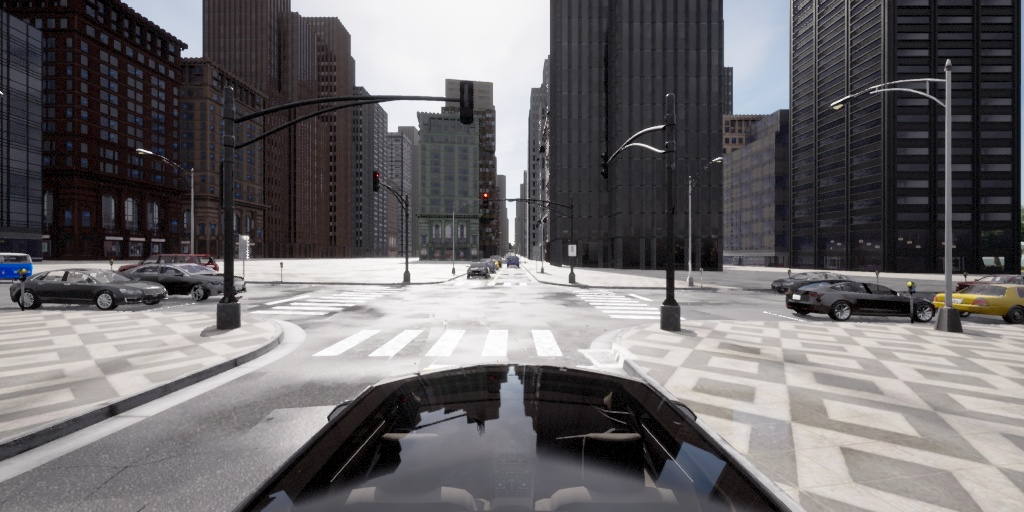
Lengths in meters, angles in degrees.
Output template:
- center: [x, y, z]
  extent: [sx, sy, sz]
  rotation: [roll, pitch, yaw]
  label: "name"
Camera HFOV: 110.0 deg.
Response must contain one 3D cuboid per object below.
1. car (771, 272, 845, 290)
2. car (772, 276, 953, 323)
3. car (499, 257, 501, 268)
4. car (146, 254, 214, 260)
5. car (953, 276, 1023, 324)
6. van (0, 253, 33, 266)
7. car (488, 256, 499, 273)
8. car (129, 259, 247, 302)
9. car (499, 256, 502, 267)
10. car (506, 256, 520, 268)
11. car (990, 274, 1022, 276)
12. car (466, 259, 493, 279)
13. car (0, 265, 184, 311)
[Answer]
- center: [17.809, 1.591, 21.193]
  extent: [4.403, 1.370, 2.007]
  rotation: [0, 0, 0]
  label: "car"
- center: [12.143, 1.524, 12.678]
  extent: [4.313, 1.339, 1.948]
  rotation: [0, 0, 0]
  label: "car"
- center: [-3.013, 1.228, 52.476]
  extent: [1.882, 1.535, 5.008]
  rotation: [0, 0, 0]
  label: "car"
- center: [-20.197, 0.799, 21.164]
  extent: [5.009, 1.841, 2.192]
  rotation: [0, 0, 0]
  label: "car"
- center: [17.956, 1.571, 12.668]
  extent: [4.829, 1.417, 1.751]
  rotation: [0, 0, 0]
  label: "car"
- center: [-31.116, 0.680, 21.183]
  extent: [3.998, 1.789, 1.690]
  rotation: [0, 0, 0]
  label: "van"
- center: [-3.035, 1.102, 42.277]
  extent: [2.097, 1.767, 4.553]
  rotation: [0, 0, 0]
  label: "car"
- center: [-14.136, 1.065, 15.373]
  extent: [4.902, 1.511, 2.128]
  rotation: [1, 0, 1]
  label: "car"
- center: [-2.949, 0.973, 63.177]
  extent: [2.150, 2.045, 5.566]
  rotation: [0, 0, 1]
  label: "car"
- center: [0.192, 0.973, 62.692]
  extent: [2.150, 2.045, 5.566]
  rotation: [0, 0, 0]
  label: "car"
- center: [29.095, 1.766, 21.174]
  extent: [4.507, 1.381, 1.888]
  rotation: [0, 0, 0]
  label: "car"
- center: [-3.052, 1.255, 33.224]
  extent: [1.837, 1.490, 4.892]
  rotation: [0, 0, 0]
  label: "car"
- center: [-14.764, 1.116, 12.629]
  extent: [4.403, 1.370, 2.007]
  rotation: [0, 0, 0]
  label: "car"
